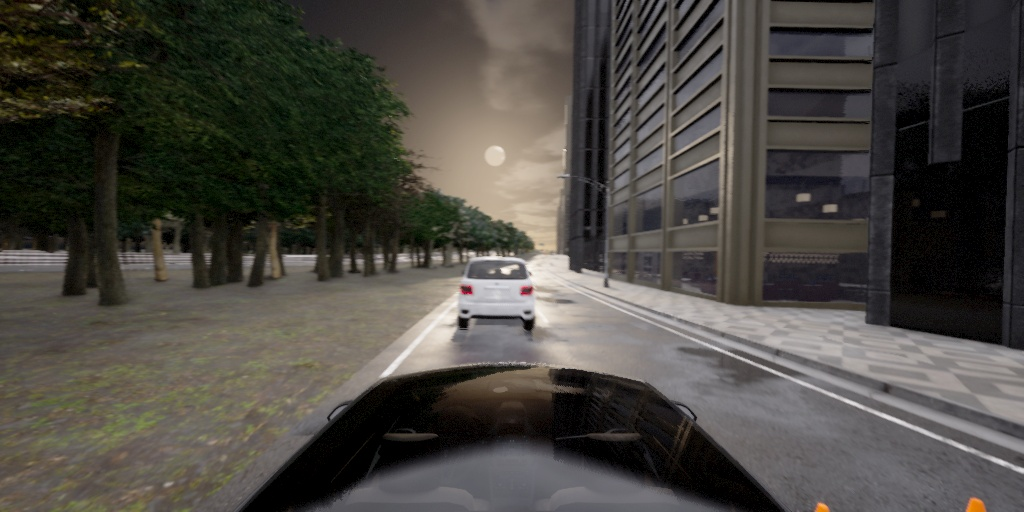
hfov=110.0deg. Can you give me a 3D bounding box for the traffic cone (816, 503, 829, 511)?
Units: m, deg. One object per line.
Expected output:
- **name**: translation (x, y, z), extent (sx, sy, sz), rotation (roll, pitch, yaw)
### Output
- **traffic cone**: translation (1.801, 1.745, 2.083), extent (0.340, 0.580, 0.340), rotation (0, 0, -4)

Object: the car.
- **car**: translation (-0.498, 1.066, 11.773), extent (2.150, 2.045, 5.566), rotation (1, -1, -2)

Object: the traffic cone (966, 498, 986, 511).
- **traffic cone**: translation (2.798, 1.765, 2.160), extent (0.340, 0.580, 0.340), rotation (0, 0, -4)
